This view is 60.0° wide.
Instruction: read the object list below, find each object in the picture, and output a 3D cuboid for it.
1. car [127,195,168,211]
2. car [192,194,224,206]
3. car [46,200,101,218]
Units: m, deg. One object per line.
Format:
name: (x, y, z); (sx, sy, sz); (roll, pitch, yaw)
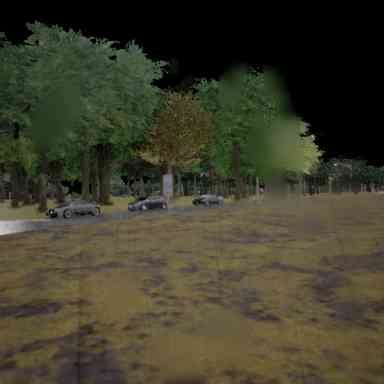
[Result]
car: (-4.482, 1.131, 33.828); (1.837, 1.490, 4.892); (-3, 0, 35)
car: (2.138, 1.001, 43.177); (2.033, 1.411, 5.357); (-3, -1, 35)
car: (-9.466, 1.330, 26.745); (1.994, 1.385, 4.181); (-3, -1, 36)
